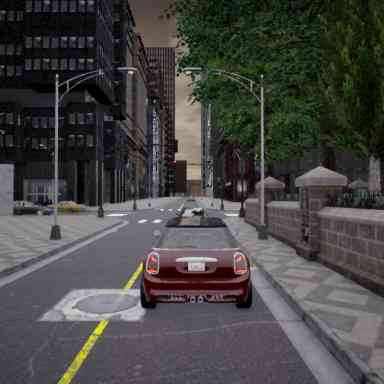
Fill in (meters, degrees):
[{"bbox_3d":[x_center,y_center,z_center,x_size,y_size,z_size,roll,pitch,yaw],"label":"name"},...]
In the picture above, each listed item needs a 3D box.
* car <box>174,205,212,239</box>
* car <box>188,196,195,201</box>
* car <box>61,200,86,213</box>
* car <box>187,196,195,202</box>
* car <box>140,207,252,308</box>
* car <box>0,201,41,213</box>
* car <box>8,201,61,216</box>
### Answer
[{"bbox_3d":[0.048,1.541,18.197,1.812,1.442,4.674,0,0,0],"label":"car"},{"bbox_3d":[-0.248,1.708,90.108,1.812,1.442,4.674,0,0,0],"label":"car"},{"bbox_3d":[-14.875,1.675,38.640,4.829,1.417,1.752,0,-1,0],"label":"car"},{"bbox_3d":[-0.219,1.729,79.689,2.033,1.411,5.357,0,0,0],"label":"car"},{"bbox_3d":[0.076,1.357,8.070,2.097,1.767,4.553,0,0,0],"label":"car"},{"bbox_3d":[-20.218,1.707,38.654,4.403,1.369,2.008,0,-1,0],"label":"car"},{"bbox_3d":[-14.720,1.517,30.115,4.403,1.369,2.008,0,-1,0],"label":"car"}]
